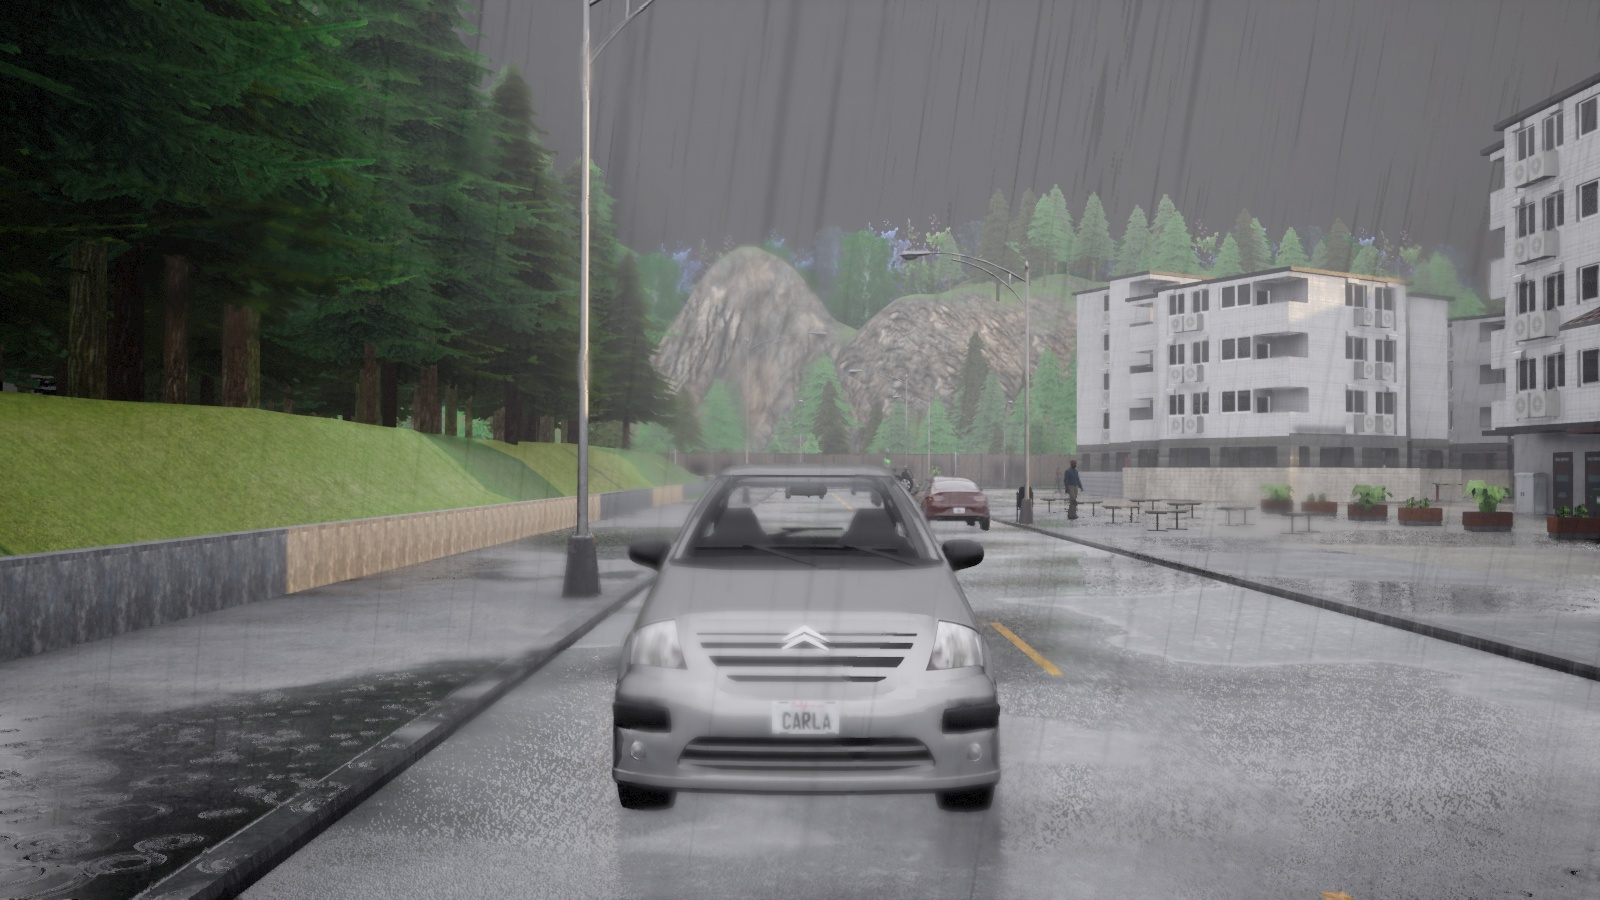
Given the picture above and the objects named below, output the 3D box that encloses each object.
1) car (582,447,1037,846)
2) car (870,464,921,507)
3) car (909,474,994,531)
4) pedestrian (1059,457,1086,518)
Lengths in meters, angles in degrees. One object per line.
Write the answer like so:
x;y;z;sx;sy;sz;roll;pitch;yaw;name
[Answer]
0.044;0.832;7.120;1.851;1.617;3.988;0;-1;0;car
4.238;1.555;56.150;1.932;1.855;4.605;0;-1;0;car
4.155;1.410;35.007;1.812;1.442;4.674;0;-1;0;car
8.242;1.127;37.946;0.370;1.835;0.726;0;-1;-34;pedestrian
